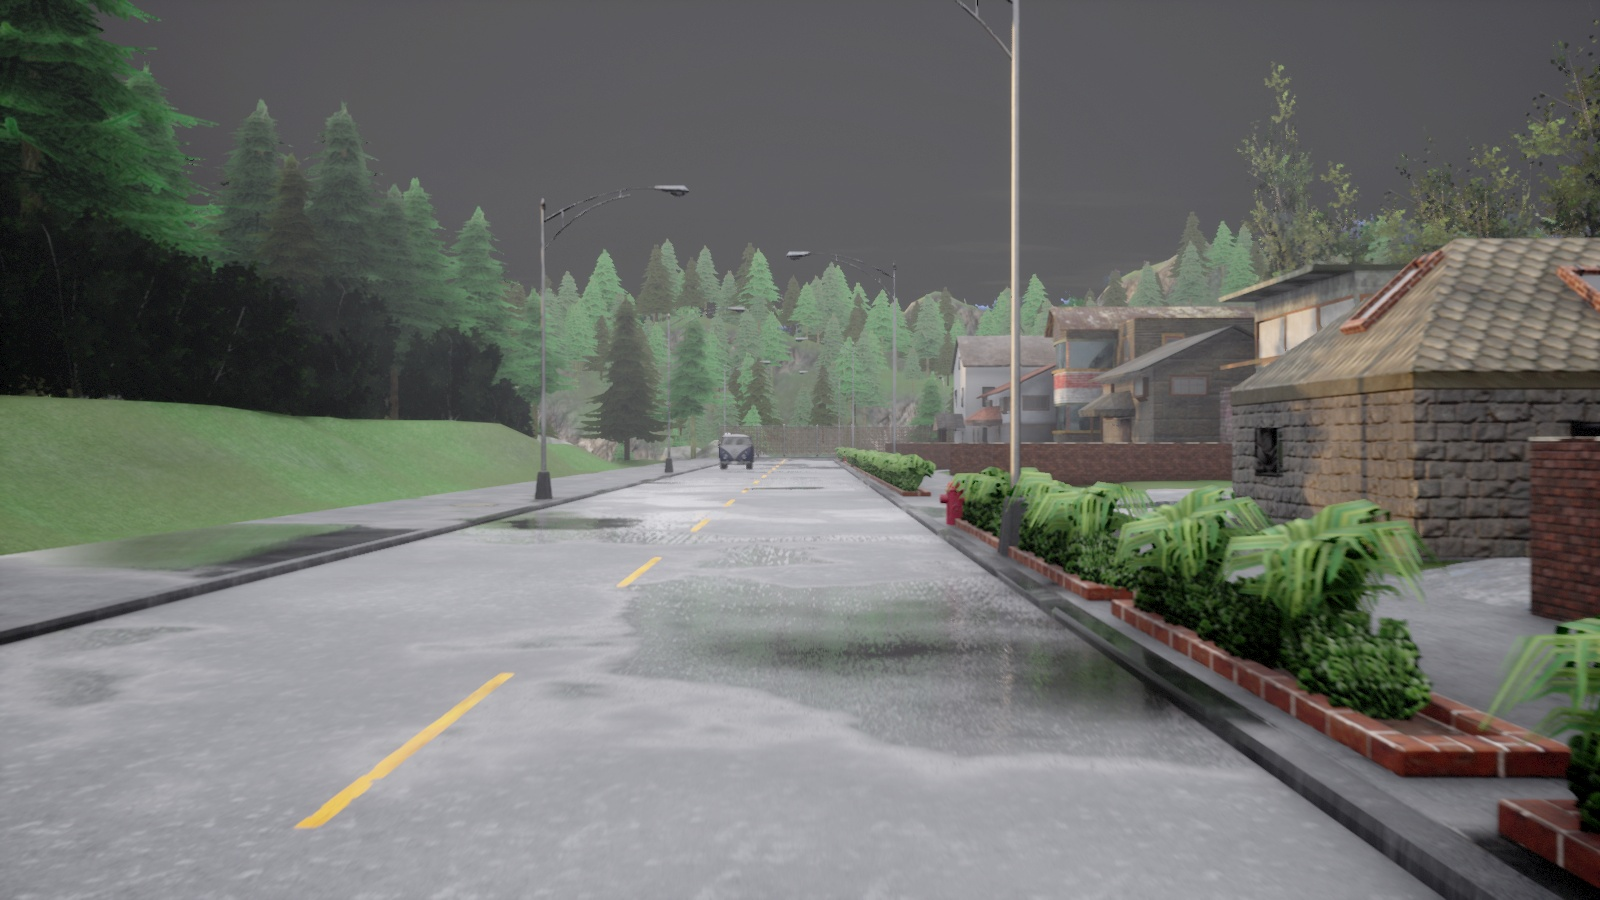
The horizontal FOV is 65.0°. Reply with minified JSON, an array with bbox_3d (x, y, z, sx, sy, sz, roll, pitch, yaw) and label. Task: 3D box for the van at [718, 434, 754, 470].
[{"bbox_3d":[-3.552,0.101,70.176,1.775,1.987,4.442,0,0,0],"label":"van"}]
